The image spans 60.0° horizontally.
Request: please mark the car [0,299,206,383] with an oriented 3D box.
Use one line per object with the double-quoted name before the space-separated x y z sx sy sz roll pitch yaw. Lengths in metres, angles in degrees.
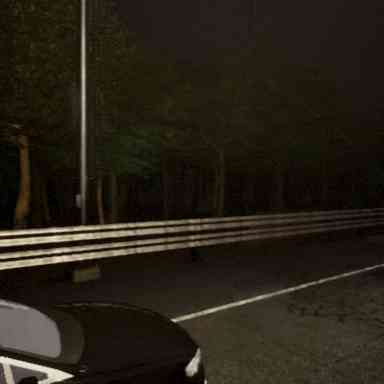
"car" -2.101 1.492 2.248 4.902 1.511 2.128 0 0 -35
